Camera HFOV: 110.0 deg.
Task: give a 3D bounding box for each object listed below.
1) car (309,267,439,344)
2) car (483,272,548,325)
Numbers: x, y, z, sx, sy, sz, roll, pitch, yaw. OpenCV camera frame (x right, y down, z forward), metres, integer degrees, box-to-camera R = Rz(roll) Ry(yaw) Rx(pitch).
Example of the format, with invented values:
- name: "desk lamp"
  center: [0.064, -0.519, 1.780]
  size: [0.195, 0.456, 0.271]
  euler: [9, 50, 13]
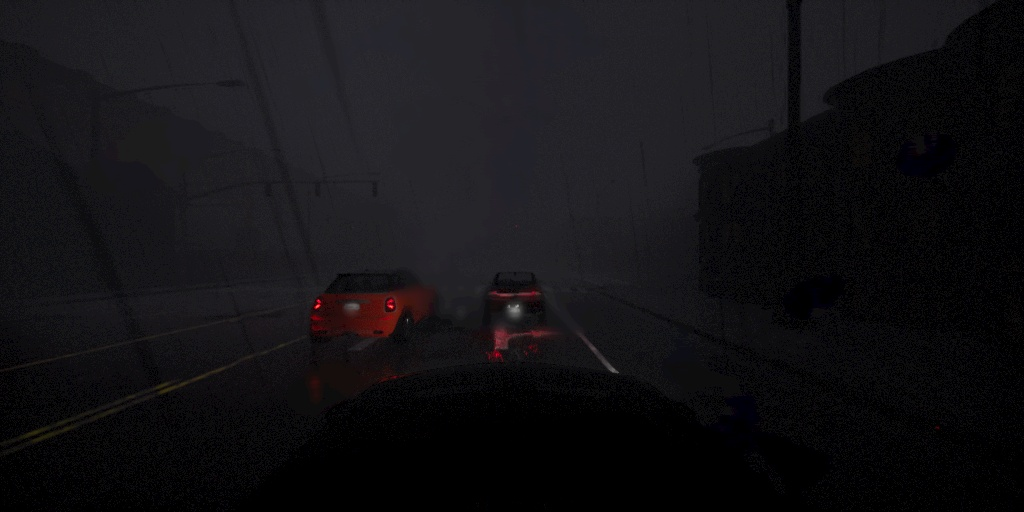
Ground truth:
- name: "car"
  center: [-3.397, 1.116, 9.777]
  size: [2.097, 1.767, 4.553]
  euler: [0, 0, 0]
- name: "car"
  center: [0.103, 1.260, 11.966]
  size: [2.128, 1.511, 4.902]
  euler: [0, 0, 0]
